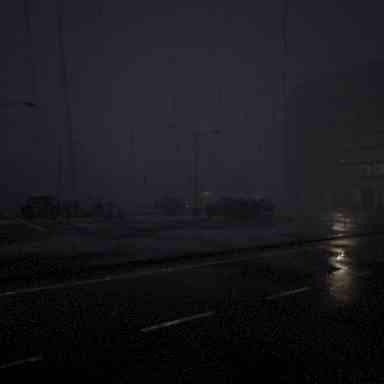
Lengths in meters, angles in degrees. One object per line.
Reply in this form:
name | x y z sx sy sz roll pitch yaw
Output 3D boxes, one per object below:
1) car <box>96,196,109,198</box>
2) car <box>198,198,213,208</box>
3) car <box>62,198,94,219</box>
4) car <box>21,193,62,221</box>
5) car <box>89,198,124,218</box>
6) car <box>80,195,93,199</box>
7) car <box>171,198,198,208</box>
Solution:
car | -11.537 1.606 45.215 1.970 1.475 3.806 1 0 -35
car | 1.381 1.905 67.113 1.882 1.535 5.008 1 -1 -35
car | -9.935 1.493 27.879 1.784 1.438 3.905 1 0 -35
car | -12.099 1.258 26.296 1.932 1.855 4.605 1 0 -35
car | -7.567 1.552 29.544 1.970 1.475 3.806 1 0 -35
car | -19.372 1.394 61.060 1.905 1.878 3.866 1 0 -35
car | -1.584 1.907 65.247 1.837 1.490 4.892 1 -1 -35
